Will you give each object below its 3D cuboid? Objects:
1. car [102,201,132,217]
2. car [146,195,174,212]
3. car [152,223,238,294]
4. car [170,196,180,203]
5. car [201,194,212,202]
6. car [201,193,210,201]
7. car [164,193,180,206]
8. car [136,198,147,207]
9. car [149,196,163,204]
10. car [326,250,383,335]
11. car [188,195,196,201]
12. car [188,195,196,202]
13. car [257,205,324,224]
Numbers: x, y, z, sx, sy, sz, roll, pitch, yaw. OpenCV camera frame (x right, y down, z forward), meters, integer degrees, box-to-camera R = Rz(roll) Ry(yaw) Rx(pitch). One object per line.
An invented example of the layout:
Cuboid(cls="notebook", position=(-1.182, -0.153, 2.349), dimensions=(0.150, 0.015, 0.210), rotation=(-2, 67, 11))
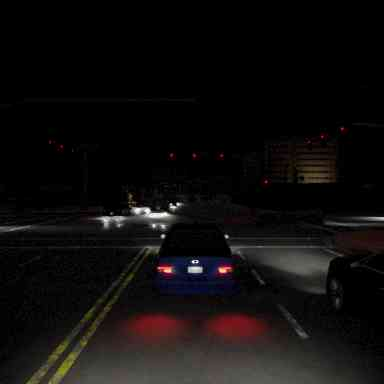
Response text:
Cuboid(cls="car", position=(-7.127, 1.547, 32.197), dimensions=(2.033, 1.411, 5.357), rotation=(0, 0, 0))
Cuboid(cls="car", position=(-3.632, 1.491, 38.358), dimensions=(2.128, 1.511, 4.902), rotation=(0, 0, 0))
Cuboid(cls="car", position=(0.075, 1.547, 8.926), dimensions=(2.033, 1.411, 5.357), rotation=(0, 0, 0))
Cuboid(cls="car", position=(-3.558, 1.599, 69.238), dimensions=(1.895, 1.301, 4.718), rotation=(0, 0, 0))
Cuboid(cls="car", position=(3.437, 1.344, 74.719), dimensions=(2.097, 1.767, 4.553), rotation=(0, 0, 0))
Cuboid(cls="car", position=(3.428, 1.227, 84.675), dimensions=(2.097, 1.767, 4.553), rotation=(0, 0, 0))
Cuboid(cls="car", position=(-3.636, 1.223, 53.647), dimensions=(2.150, 2.045, 5.566), rotation=(0, 0, 0))
Cuboid(cls="car", position=(-7.137, 1.600, 49.559), dimensions=(1.895, 1.301, 4.718), rotation=(0, 0, 0))
Cuboid(cls="car", position=(-7.086, 1.547, 66.031), dimensions=(2.033, 1.411, 5.357), rotation=(0, 0, 1))
Cuboid(cls="car", position=(3.559, 1.491, 4.683), dimensions=(2.128, 1.511, 4.902), rotation=(0, 0, 0))
Cuboid(cls="car", position=(-0.072, 1.425, 84.700), dimensions=(1.994, 1.385, 4.181), rotation=(0, 0, 0))
Cuboid(cls="car", position=(-0.063, 1.531, 74.426), dimensions=(2.033, 1.411, 5.357), rotation=(0, 0, 0))
Cuboid(cls="car", position=(7.231, 1.601, 24.696), dimensions=(4.718, 1.301, 1.895), rotation=(0, 0, 14))
